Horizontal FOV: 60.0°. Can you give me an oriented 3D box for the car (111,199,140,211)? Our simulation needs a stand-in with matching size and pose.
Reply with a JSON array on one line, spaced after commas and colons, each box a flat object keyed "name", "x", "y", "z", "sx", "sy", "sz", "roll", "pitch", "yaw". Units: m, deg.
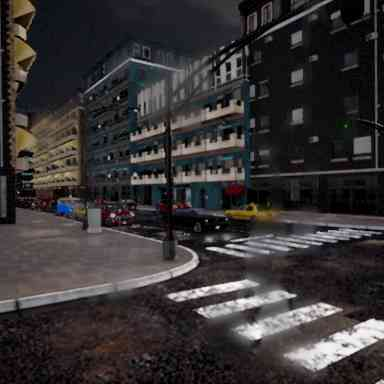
[{"name": "car", "x": -8.498, "y": 1.579, "z": 42.408, "sx": 2.008, "sy": 1.369, "sz": 4.403, "roll": -1, "pitch": 1, "yaw": -35}]

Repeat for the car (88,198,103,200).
[{"name": "car", "x": -11.019, "y": 1.670, "z": 35.980, "sx": 1.994, "sy": 1.385, "sz": 4.181, "roll": -1, "pitch": 0, "yaw": -35}]

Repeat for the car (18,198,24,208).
[{"name": "car", "x": -24.954, "y": 1.769, "z": 51.073, "sx": 1.947, "sy": 1.339, "sz": 4.313, "roll": -1, "pitch": 1, "yaw": -35}]

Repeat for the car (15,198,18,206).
[{"name": "car", "x": -31.374, "y": 1.782, "z": 60.089, "sx": 1.887, "sy": 1.381, "sz": 4.507, "roll": -1, "pitch": 1, "yaw": -35}]

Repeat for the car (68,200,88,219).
[{"name": "car", "x": -8.805, "y": 1.651, "z": 28.393, "sx": 1.752, "sy": 1.417, "sz": 4.829, "roll": -1, "pitch": 1, "yaw": -35}]

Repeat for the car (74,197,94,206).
[{"name": "car", "x": -18.128, "y": 1.642, "z": 55.933, "sx": 1.947, "sy": 1.339, "sz": 4.313, "roll": -1, "pitch": 1, "yaw": -35}]

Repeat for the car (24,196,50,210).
[{"name": "car", "x": -21.746, "y": 1.627, "z": 46.564, "sx": 1.967, "sy": 1.590, "sz": 4.097, "roll": -1, "pitch": 1, "yaw": -35}]

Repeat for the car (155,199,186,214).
[{"name": "car", "x": -2.079, "y": 1.439, "z": 33.391, "sx": 1.967, "sy": 1.590, "sz": 4.097, "roll": -1, "pitch": 1, "yaw": -35}]

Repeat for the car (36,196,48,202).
[{"name": "car", "x": -37.388, "y": 1.726, "z": 82.982, "sx": 1.887, "sy": 1.381, "sz": 4.507, "roll": -1, "pitch": 1, "yaw": -35}]

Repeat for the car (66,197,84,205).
[{"name": "car", "x": -21.338, "y": 1.643, "z": 60.441, "sx": 2.008, "sy": 1.369, "sz": 4.403, "roll": -1, "pitch": 1, "yaw": -35}]

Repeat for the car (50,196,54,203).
[{"name": "car", "x": -20.314, "y": 1.345, "z": 49.186, "sx": 1.882, "sy": 1.535, "sz": 5.008, "roll": -1, "pitch": 0, "yaw": -35}]

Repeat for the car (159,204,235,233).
[{"name": "car", "x": 0.142, "y": 1.656, "z": 20.293, "sx": 1.895, "sy": 1.301, "sz": 4.718, "roll": -1, "pitch": 1, "yaw": -35}]

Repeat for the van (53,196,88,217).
[{"name": "van", "x": -12.117, "y": 1.482, "z": 33.038, "sx": 1.690, "sy": 1.788, "sz": 3.998, "roll": -1, "pitch": 1, "yaw": -35}]

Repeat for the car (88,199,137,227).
[{"name": "car", "x": -5.695, "y": 1.552, "z": 24.024, "sx": 1.967, "sy": 1.590, "sz": 4.097, "roll": -1, "pitch": 1, "yaw": -35}]

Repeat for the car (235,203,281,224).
[{"name": "car", "x": 4.244, "y": 1.496, "z": 24.514, "sx": 1.752, "sy": 1.417, "sz": 4.829, "roll": -1, "pitch": 1, "yaw": -35}]
